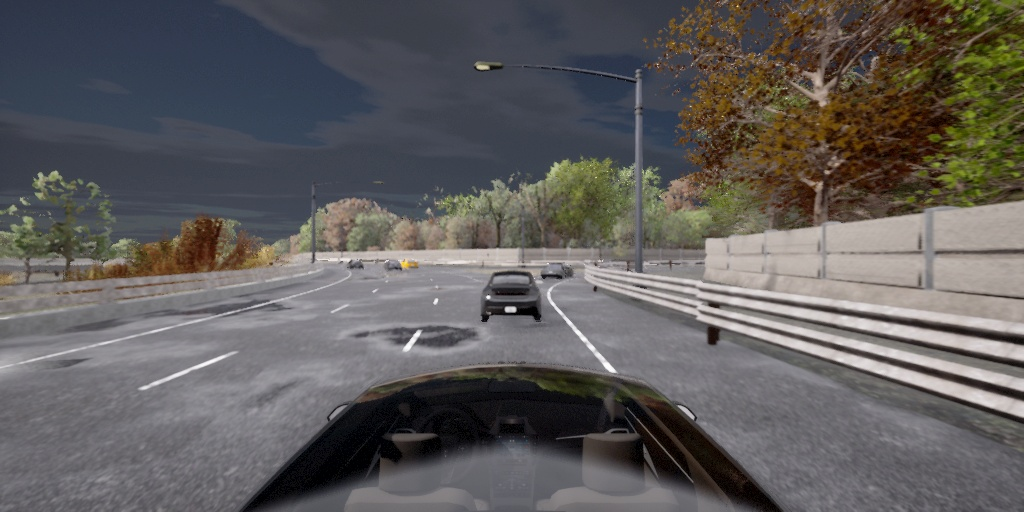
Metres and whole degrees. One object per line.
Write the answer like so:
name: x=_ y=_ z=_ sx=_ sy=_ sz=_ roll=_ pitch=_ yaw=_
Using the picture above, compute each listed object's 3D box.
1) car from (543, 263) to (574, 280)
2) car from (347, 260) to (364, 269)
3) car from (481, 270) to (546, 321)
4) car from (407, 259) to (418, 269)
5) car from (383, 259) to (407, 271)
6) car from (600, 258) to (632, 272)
car: x=4.053 y=1.296 z=31.413 sx=1.994 sy=1.385 sz=4.181 roll=0 pitch=0 yaw=25
car: x=-23.869 y=1.267 z=54.563 sx=1.812 sy=1.442 sz=4.674 roll=0 pitch=0 yaw=-32
car: x=0.017 y=1.250 z=12.427 sx=1.837 sy=1.490 sz=4.892 roll=0 pitch=0 yaw=1
car: x=-15.844 y=1.213 z=54.861 sx=1.882 sy=1.535 sz=5.008 roll=0 pitch=0 yaw=-30
car: x=-16.108 y=1.286 z=48.299 sx=2.033 sy=1.411 sz=5.357 roll=0 pitch=0 yaw=-28
car: x=12.585 y=1.072 z=43.174 sx=4.553 sy=1.767 sz=2.097 roll=0 pitch=0 yaw=-44
